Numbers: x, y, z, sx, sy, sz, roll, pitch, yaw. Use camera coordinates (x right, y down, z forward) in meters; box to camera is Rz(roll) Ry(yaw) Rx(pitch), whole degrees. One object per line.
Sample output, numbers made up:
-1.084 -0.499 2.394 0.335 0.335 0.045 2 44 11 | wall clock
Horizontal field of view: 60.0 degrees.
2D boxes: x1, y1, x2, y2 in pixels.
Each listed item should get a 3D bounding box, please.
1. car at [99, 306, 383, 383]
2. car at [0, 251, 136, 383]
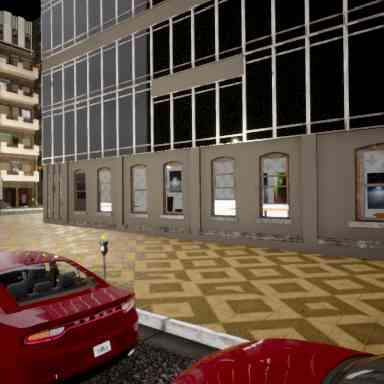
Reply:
1.796 1.545 1.603 4.507 1.381 1.887 0 -1 36 | car
-2.774 1.546 4.869 4.507 1.381 1.887 0 -1 36 | car
